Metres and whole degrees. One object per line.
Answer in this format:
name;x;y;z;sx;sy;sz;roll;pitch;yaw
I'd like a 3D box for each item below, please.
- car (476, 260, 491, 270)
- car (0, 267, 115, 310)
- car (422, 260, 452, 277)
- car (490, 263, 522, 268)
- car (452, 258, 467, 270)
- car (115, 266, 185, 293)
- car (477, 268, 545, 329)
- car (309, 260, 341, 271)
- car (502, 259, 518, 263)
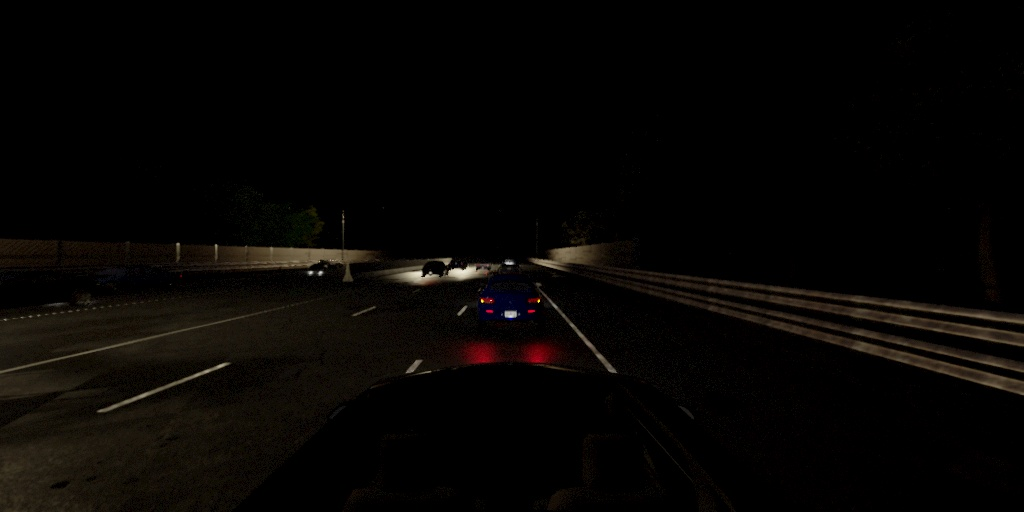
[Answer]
car;-3.887;1.273;49.778;1.895;1.301;4.718;0;0;-1
car;-17.623;1.259;12.682;1.812;1.442;4.674;0;0;-1
car;-7.190;1.205;33.906;1.837;1.490;4.892;0;1;-1
car;-0.145;1.318;21.848;1.895;1.301;4.718;0;0;-1
car;-7.381;1.025;49.274;2.097;1.767;4.553;0;0;-1
car;-21.218;1.270;19.806;2.033;1.411;5.357;0;0;0
car;-0.046;1.260;11.120;1.812;1.442;4.674;0;0;0
car;-24.969;1.292;48.215;2.033;1.411;5.357;0;0;-1
car;-0.166;1.192;32.119;2.128;1.511;4.902;0;0;-1
